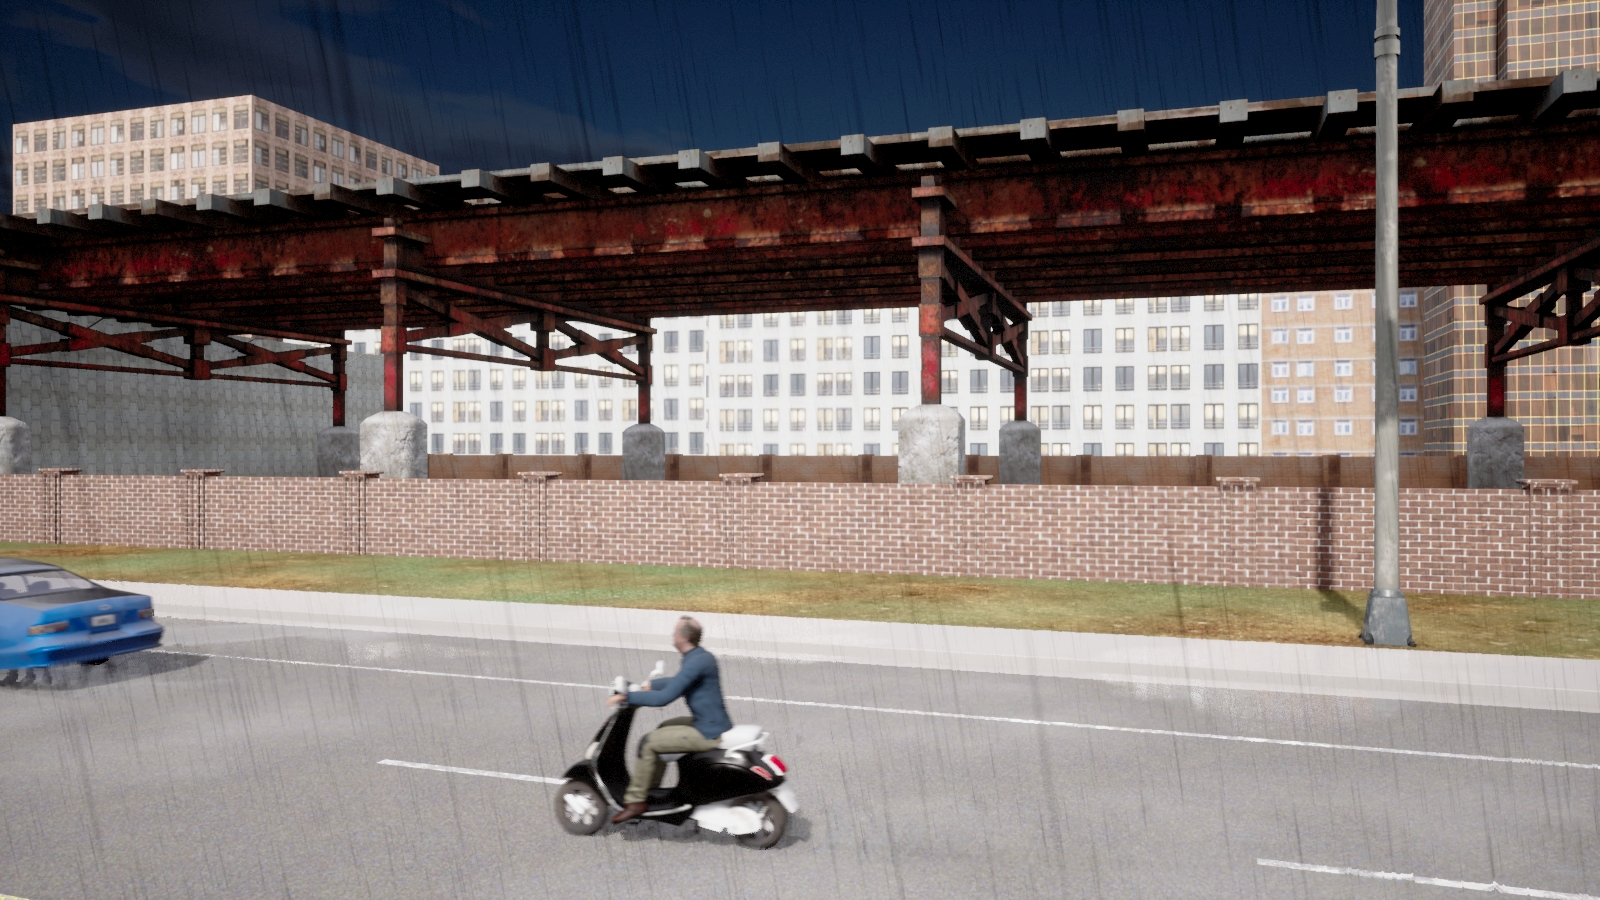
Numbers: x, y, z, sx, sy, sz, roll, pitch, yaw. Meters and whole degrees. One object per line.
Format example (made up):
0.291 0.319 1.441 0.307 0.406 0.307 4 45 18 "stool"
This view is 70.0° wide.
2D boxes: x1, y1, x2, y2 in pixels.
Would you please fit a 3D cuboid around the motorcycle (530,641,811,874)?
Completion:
-0.891 2.129 8.147 1.805 1.341 0.856 0 -1 12 "motorcycle"

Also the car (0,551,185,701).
-10.773 2.106 14.659 5.357 1.411 2.033 0 0 20 "car"
